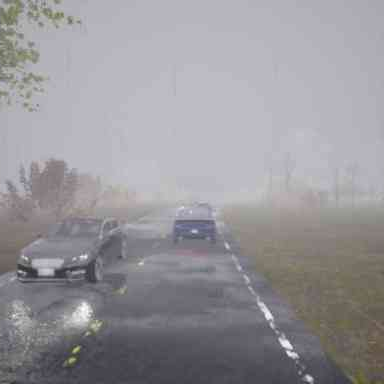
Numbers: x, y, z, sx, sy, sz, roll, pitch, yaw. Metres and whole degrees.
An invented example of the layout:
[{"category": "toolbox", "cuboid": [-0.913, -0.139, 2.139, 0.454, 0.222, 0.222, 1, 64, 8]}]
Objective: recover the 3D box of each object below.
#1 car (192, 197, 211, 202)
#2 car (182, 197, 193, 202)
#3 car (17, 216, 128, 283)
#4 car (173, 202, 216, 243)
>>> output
[{"category": "car", "cuboid": [1.347, 1.527, 37.181, 1.812, 1.442, 4.674, 0, 0, 5]}, {"category": "car", "cuboid": [-0.455, 1.485, 50.694, 2.128, 1.511, 4.902, 0, 0, 7]}, {"category": "car", "cuboid": [-3.149, 1.483, 9.694, 2.128, 1.511, 4.902, 0, 0, 1]}, {"category": "car", "cuboid": [0.163, 1.478, 16.254, 1.882, 1.535, 5.008, 0, 0, 1]}]
